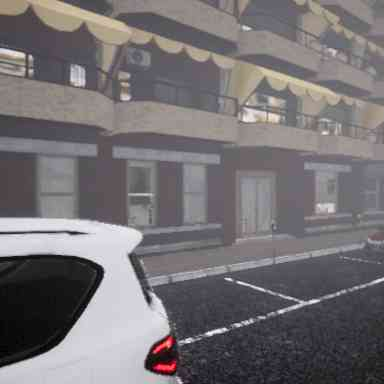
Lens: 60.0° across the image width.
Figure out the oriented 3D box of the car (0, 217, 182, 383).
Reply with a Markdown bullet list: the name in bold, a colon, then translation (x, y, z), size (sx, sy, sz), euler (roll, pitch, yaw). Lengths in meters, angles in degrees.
- **car**: translation (-2.632, 1.208, 1.451), size (5.566, 2.045, 2.150), euler (1, 0, -36)

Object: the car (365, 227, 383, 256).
- **car**: translation (8.301, 1.731, 12.752), size (4.206, 1.307, 1.802), euler (1, -1, -36)
